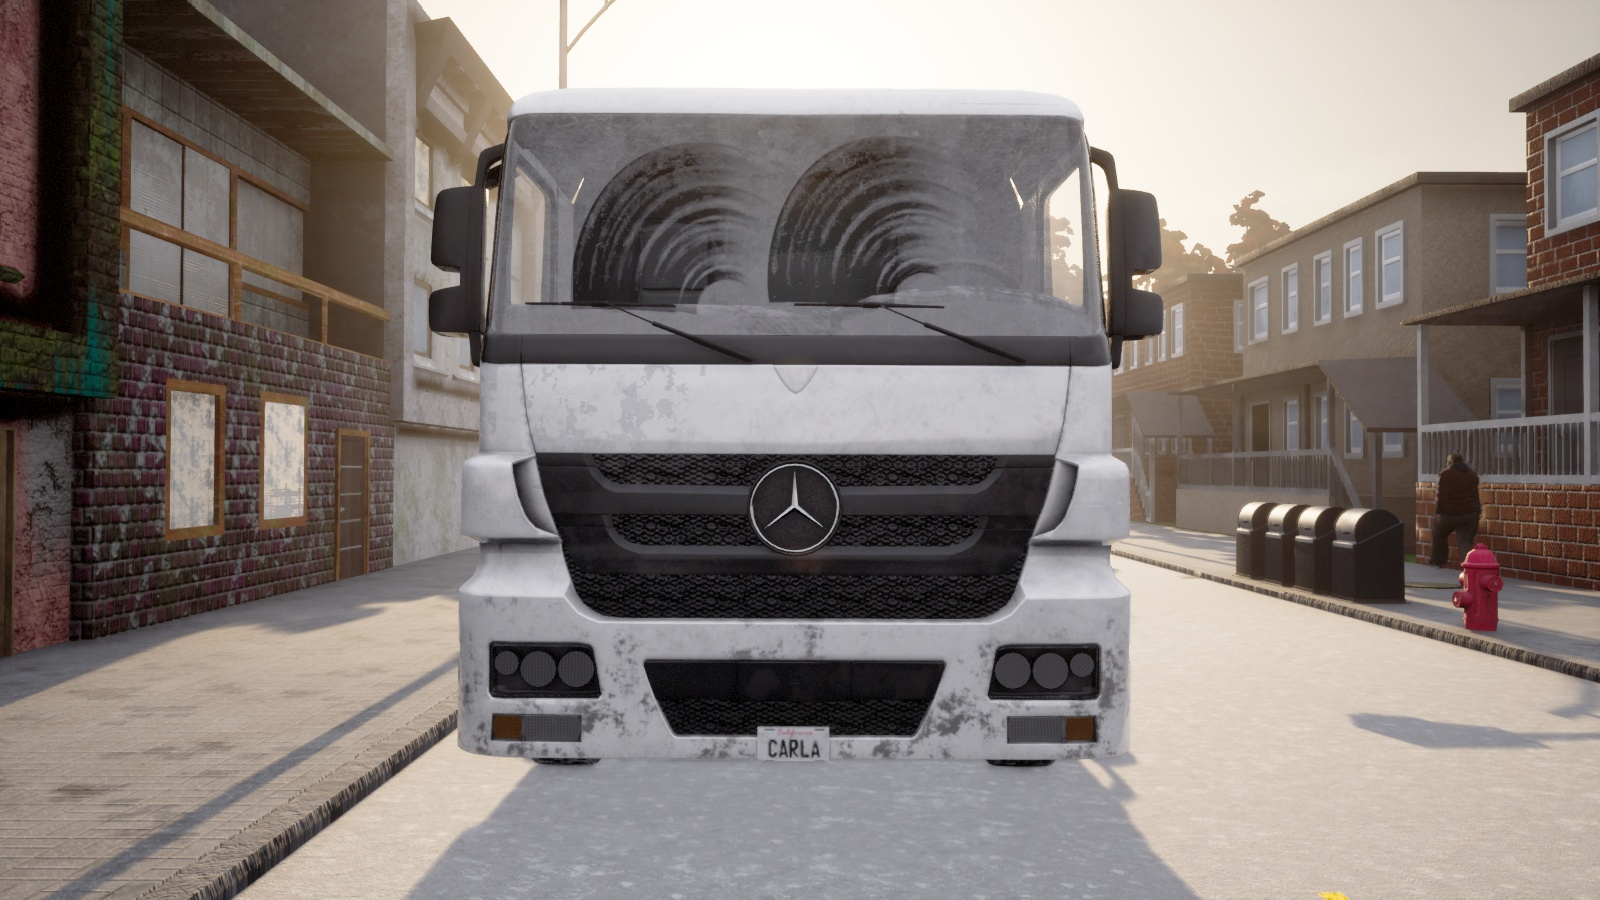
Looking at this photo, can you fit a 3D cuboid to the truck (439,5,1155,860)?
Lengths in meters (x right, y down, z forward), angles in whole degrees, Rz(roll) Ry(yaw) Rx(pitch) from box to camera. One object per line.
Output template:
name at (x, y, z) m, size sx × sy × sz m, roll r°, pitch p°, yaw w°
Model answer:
truck at (-0.025, -0.015, 9.072) m, size 2.891 × 3.462 × 7.936 m, roll 0°, pitch -1°, yaw 0°

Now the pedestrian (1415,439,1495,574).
pedestrian at (9.176, 0.783, 17.621) m, size 0.634 × 1.844 × 0.899 m, roll 0°, pitch -1°, yaw 1°
